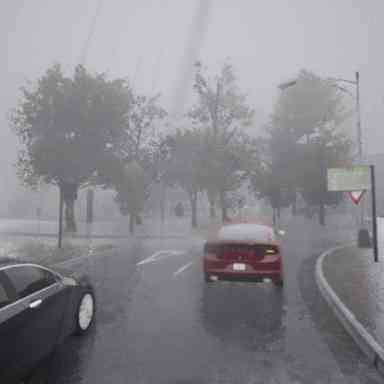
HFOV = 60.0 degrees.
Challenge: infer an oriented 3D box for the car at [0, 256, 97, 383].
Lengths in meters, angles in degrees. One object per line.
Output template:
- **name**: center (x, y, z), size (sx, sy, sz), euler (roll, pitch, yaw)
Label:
- **car**: center (-2.702, 1.521, 3.930), size (1.837, 1.490, 4.892), euler (0, 0, 5)

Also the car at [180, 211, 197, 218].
- **car**: center (-1.898, 6.741, 94.802), size (4.892, 1.521, 2.231), euler (0, -5, -10)

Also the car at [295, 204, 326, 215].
- **car**: center (22.059, 3.400, 62.065), size (2.150, 2.045, 5.566), euler (4, -6, -36)

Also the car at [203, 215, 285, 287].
- **car**: center (1.630, 1.539, 9.591), size (1.882, 1.535, 5.008), euler (-1, -2, 14)
